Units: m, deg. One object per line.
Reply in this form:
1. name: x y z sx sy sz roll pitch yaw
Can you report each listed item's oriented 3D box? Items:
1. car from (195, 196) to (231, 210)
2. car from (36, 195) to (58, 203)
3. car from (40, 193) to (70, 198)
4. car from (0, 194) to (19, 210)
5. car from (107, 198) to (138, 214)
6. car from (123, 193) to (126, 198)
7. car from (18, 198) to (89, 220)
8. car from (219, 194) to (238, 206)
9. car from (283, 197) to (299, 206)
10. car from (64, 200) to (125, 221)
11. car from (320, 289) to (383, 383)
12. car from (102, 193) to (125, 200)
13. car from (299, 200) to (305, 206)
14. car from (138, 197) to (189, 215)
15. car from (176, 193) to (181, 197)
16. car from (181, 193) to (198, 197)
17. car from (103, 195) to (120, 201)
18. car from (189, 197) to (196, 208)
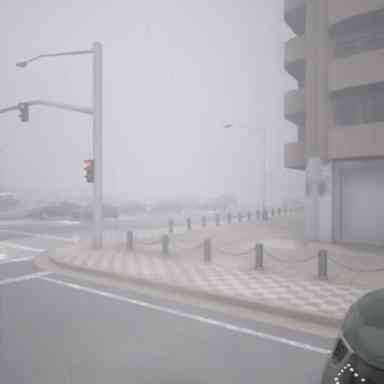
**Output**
1. car: 2.838 1.583 43.125 1.812 1.442 4.674 0 0 35
2. car: -30.520 1.441 70.275 1.784 1.438 3.905 0 0 36
3. car: -28.204 1.229 68.535 1.932 1.855 4.605 0 0 36
4. car: -27.907 1.469 49.850 1.970 1.475 3.806 0 0 36
5. car: -6.635 1.625 35.877 1.994 1.385 4.181 0 0 35
6. car: -18.011 1.227 82.785 1.905 1.878 3.866 0 0 36
7. car: -11.777 1.555 28.657 2.128 1.511 4.902 0 0 35
8. car: 5.379 1.278 52.672 2.150 2.045 5.566 0 0 33
9. car: 16.973 1.612 56.634 1.994 1.385 4.181 0 0 35
10. car: -8.046 1.626 27.863 1.994 1.385 4.181 0 0 35
11. car: 3.520 1.217 1.466 5.566 2.045 2.150 -1 0 36
12. car: -14.419 1.463 58.761 1.970 1.475 3.806 0 0 36
13. car: 19.628 1.553 54.328 1.837 1.490 4.892 0 0 35
14. car: -2.901 1.551 35.088 2.128 1.511 4.902 0 0 35
15. car: -2.042 1.218 71.380 1.905 1.878 3.866 0 0 36
16. car: 0.278 1.213 69.649 1.932 1.855 4.605 0 0 36
17. car: -20.357 1.468 84.481 1.970 1.475 3.806 0 0 36
18. car: -0.835 1.660 44.015 1.895 1.301 4.718 0 0 35
